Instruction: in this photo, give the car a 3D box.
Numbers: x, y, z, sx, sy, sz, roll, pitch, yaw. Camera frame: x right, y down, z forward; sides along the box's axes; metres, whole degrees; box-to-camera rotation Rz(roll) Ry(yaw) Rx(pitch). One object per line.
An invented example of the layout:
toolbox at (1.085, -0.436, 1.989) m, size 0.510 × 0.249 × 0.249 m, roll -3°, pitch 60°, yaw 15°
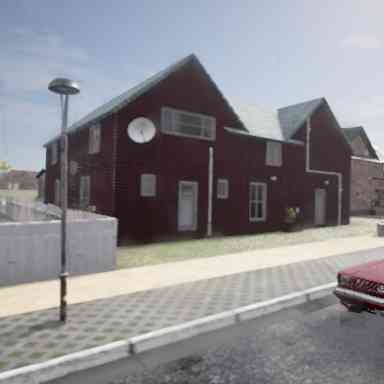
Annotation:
car at (4.848, 1.633, 6.530) m, size 4.718 × 1.301 × 1.895 m, roll 0°, pitch 0°, yaw -36°
